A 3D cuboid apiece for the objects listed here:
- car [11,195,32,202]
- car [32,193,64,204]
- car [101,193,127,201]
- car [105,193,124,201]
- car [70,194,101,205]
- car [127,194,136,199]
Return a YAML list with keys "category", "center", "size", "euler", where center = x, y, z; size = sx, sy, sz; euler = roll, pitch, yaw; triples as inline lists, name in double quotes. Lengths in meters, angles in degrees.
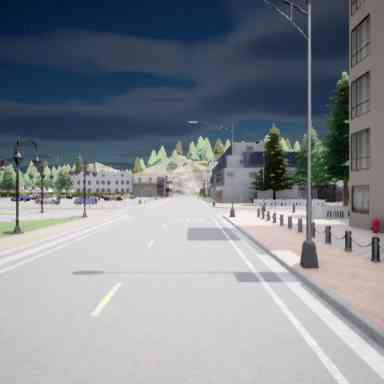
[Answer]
- category: "car"
  center: [-35.800, 1.305, 69.295]
  size: [3.633, 1.501, 1.845]
  euler: [0, 0, 0]
- category: "car"
  center: [-24.807, 1.369, 57.303]
  size: [3.806, 1.475, 1.970]
  euler: [0, 0, 0]
- category: "car"
  center: [-17.251, 1.085, 72.908]
  size: [4.605, 1.855, 1.932]
  euler: [0, 0, 0]
- category: "car"
  center: [-17.663, 1.064, 75.813]
  size: [3.866, 1.878, 1.905]
  euler: [0, 0, 0]
- category: "car"
  center: [-17.386, 1.358, 54.324]
  size: [3.633, 1.501, 1.845]
  euler: [0, 0, 0]
- category: "car"
  center: [-17.665, 1.143, 88.608]
  size: [5.027, 1.636, 2.152]
  euler: [0, 0, 0]
